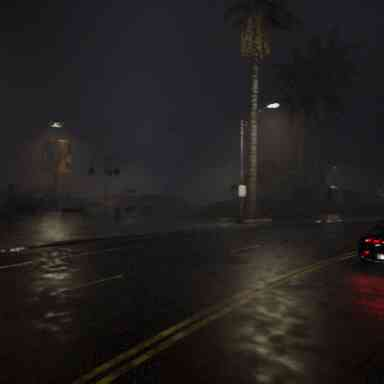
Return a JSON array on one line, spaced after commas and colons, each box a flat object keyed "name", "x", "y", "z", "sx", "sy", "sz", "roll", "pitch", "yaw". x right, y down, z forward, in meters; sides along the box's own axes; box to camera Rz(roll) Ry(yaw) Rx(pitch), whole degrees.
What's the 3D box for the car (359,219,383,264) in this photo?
[{"name": "car", "x": 7.353, "y": 1.633, "z": 11.236, "sx": 4.892, "sy": 1.490, "sz": 1.837, "roll": 0, "pitch": 0, "yaw": -41}]
